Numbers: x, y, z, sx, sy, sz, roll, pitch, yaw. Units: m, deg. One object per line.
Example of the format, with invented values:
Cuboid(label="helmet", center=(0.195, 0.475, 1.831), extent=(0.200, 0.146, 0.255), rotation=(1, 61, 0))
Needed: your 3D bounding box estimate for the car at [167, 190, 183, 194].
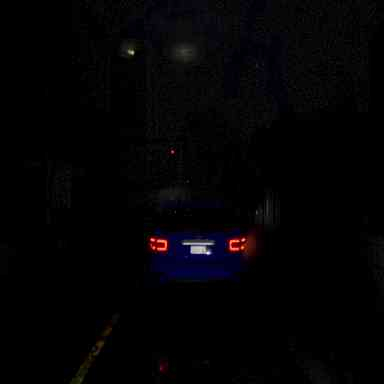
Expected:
Cuboid(label="car", center=(-2.712, 0.831, 45.161), extent=(2.128, 1.511, 4.902), rotation=(0, 2, -1))

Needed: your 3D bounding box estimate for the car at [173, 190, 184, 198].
Cuboid(label="car", center=(-2.579, 0.349, 64.872), extent=(1.895, 1.301, 4.718), rotation=(0, 2, 1))

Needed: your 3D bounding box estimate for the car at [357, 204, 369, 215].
Cuboid(label="car", center=(18.218, 1.525, 32.402), extent=(4.206, 1.307, 1.802), rotation=(1, 0, 0))

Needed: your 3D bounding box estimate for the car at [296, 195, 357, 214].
Cuboid(label="car", center=(12.820, 1.182, 32.409), extent=(5.009, 1.841, 2.192), rotation=(1, 0, 0))

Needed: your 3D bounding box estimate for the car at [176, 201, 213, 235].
Cuboid(label="car", center=(0.118, 1.389, 19.125), extent=(1.837, 1.490, 4.892), rotation=(0, 1, -1))

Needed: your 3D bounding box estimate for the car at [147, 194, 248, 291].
Cuboid(label="car", center=(0.111, 1.195, 9.099), extent=(2.150, 2.045, 5.566), rotation=(0, 0, 0))
